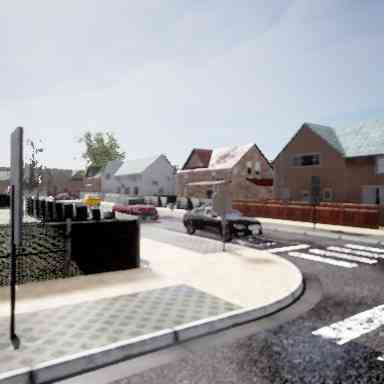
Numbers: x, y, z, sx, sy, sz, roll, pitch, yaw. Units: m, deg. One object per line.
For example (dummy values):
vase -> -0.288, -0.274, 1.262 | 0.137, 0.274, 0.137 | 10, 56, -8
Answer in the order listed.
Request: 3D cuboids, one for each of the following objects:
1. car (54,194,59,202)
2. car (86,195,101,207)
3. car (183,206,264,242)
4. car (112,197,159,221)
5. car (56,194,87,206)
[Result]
car -> -21.895, 1.010, 56.093 | 2.128, 1.511, 4.902 | 0, 0, -34
car -> -13.638, 1.153, 43.949 | 1.882, 1.535, 5.008 | 0, 0, -34
car -> 1.401, 1.464, 16.511 | 2.128, 1.511, 4.902 | 0, 0, -34
car -> -4.281, 1.225, 24.889 | 2.097, 1.767, 4.553 | 0, 0, -34
car -> -14.571, 1.283, 40.109 | 1.895, 1.301, 4.718 | 0, 0, -34
